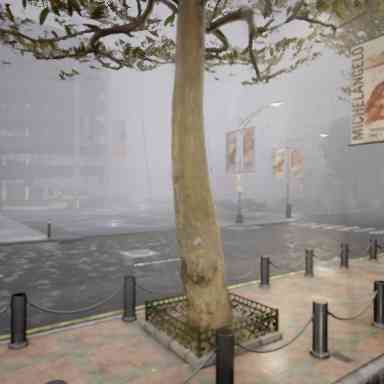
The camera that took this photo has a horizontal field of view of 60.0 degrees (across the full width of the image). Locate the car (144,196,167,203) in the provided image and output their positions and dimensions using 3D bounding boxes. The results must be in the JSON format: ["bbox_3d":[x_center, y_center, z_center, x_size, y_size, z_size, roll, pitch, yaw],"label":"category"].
[{"bbox_3d":[-8.506,1.756,77.341,4.902,1.511,2.128,0,0,26],"label":"car"}]

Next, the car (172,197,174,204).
[{"bbox_3d":[-3.421,1.702,64.801,4.902,1.511,2.128,0,0,44],"label":"car"}]

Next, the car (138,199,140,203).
[{"bbox_3d":[-9.722,1.738,74.042,4.674,1.442,1.812,0,0,26],"label":"car"}]

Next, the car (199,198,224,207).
[{"bbox_3d":[3.276,1.740,56.808,1.812,1.442,4.674,0,0,-37],"label":"car"}]

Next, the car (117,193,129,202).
[{"bbox_3d":[-18.056,1.364,81.050,5.566,2.045,2.150,0,0,11],"label":"car"}]

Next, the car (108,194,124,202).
[{"bbox_3d":[-18.995,1.728,77.677,4.718,1.301,1.895,0,0,11],"label":"car"}]

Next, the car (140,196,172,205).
[{"bbox_3d":[-6.834,1.737,63.214,5.357,1.411,2.033,0,0,41],"label":"car"}]

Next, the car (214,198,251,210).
[{"bbox_3d":[5.455,1.741,47.939,2.033,1.411,5.357,0,0,-36],"label":"car"}]

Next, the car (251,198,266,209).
[{"bbox_3d":[8.764,1.691,49.326,1.882,1.535,5.008,0,0,-37],"label":"car"}]

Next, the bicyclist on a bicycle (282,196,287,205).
[{"bbox_3d":[17.377,1.599,62.141,1.656,1.620,0.582,0,0,-36],"label":"bicyclist on a bicycle"}]
